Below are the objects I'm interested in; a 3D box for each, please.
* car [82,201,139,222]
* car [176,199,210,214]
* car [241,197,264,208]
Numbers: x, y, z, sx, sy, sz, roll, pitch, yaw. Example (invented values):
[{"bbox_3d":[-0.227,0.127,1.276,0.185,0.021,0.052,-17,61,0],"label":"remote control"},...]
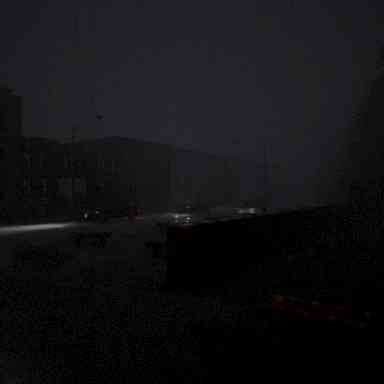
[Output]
[{"bbox_3d":[-6.353,1.487,26.386,2.128,1.511,4.902,0,0,36],"label":"car"},{"bbox_3d":[0.232,1.521,35.570,1.812,1.442,4.674,0,0,36],"label":"car"},{"bbox_3d":[8.661,1.473,47.218,1.882,1.535,5.008,0,0,36],"label":"car"}]
